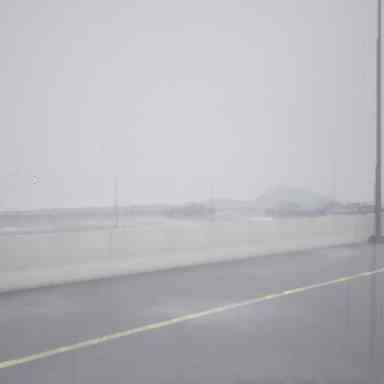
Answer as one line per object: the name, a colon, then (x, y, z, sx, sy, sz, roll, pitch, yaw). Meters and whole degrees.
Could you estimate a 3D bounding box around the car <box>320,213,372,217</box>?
car: (11.217, 1.463, 22.975, 4.902, 1.511, 2.128, 0, 0, -28)
